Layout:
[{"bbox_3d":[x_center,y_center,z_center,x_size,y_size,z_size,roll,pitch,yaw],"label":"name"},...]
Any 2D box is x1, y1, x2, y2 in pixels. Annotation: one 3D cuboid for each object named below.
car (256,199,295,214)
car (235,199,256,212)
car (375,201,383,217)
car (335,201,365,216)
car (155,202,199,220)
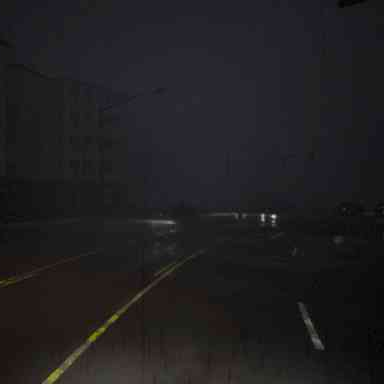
[{"bbox_3d":[9.540,1.610,36.774,2.033,1.411,5.357,0,0,40],"label":"car"},{"bbox_3d":[6.931,1.561,39.109,2.128,1.511,4.902,0,0,40],"label":"car"},{"bbox_3d":[18.487,1.555,31.029,1.837,1.490,4.892,0,0,41],"label":"car"},{"bbox_3d":[15.882,1.618,33.389,1.994,1.385,4.181,0,0,40],"label":"car"},{"bbox_3d":[-1.203,1.577,28.868,1.812,1.442,4.674,0,0,35],"label":"car"}]
